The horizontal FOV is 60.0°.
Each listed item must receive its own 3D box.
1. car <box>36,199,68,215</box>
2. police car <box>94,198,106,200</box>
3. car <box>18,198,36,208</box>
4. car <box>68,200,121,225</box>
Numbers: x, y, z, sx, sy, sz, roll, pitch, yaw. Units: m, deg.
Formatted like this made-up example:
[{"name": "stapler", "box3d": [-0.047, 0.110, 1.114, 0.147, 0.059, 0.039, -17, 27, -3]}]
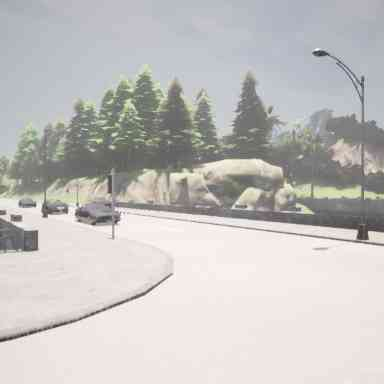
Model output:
[{"name": "car", "box3d": [-14.113, 1.494, 34.216, 2.128, 1.511, 4.902, 0, 0, -35]}, {"name": "police car", "box3d": [-9.885, 1.431, 35.337, 1.930, 1.638, 5.238, 0, 0, -35]}, {"name": "car", "box3d": [-23.831, 1.552, 48.044, 2.033, 1.411, 5.357, 0, 0, -35]}, {"name": "car", "box3d": [-7.014, 1.552, 24.221, 2.033, 1.411, 5.357, 0, 0, -35]}]
